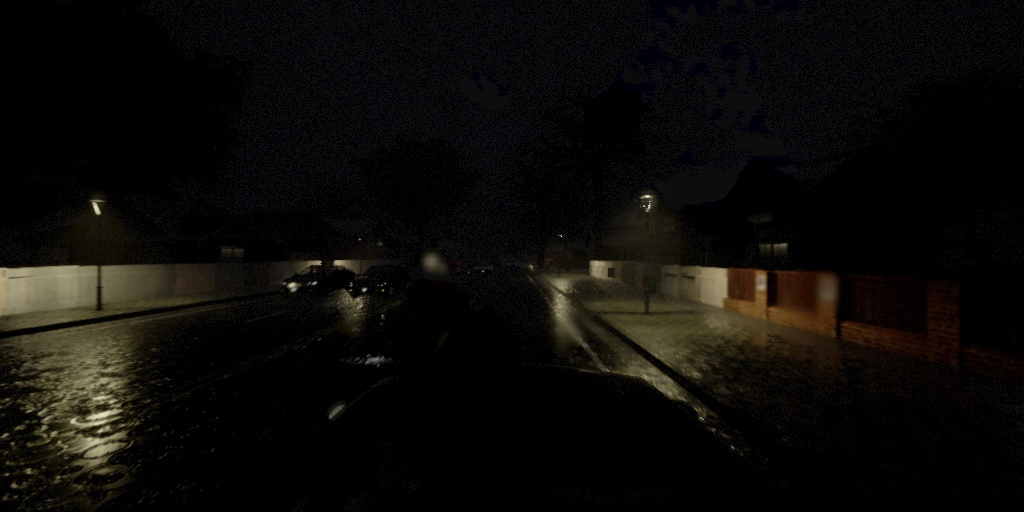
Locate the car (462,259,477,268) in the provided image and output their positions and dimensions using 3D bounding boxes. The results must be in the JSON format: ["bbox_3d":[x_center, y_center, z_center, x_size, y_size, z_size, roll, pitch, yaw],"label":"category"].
[{"bbox_3d":[-6.525,1.285,60.326,2.128,1.511,4.902,0,0,1],"label":"car"}]

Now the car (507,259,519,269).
[{"bbox_3d":[0.111,1.339,59.042,2.033,1.411,5.357,0,0,0],"label":"car"}]

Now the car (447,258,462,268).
[{"bbox_3d":[-9.766,1.148,61.790,2.097,1.767,4.553,0,0,1],"label":"car"}]

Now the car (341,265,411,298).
[{"bbox_3d":[-6.595,1.260,18.451,1.837,1.490,4.892,0,0,0],"label":"car"}]

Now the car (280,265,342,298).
[{"bbox_3d":[-9.844,1.247,18.625,2.128,1.511,4.902,0,0,0],"label":"car"}]

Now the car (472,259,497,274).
[{"bbox_3d":[-3.143,1.372,41.478,1.895,1.301,4.718,0,0,0],"label":"car"}]
